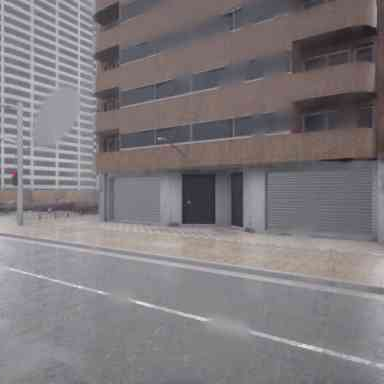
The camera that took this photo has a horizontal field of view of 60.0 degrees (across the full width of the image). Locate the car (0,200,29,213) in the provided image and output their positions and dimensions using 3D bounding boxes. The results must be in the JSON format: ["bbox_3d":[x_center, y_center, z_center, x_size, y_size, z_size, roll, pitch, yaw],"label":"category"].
[{"bbox_3d":[-19.507,1.547,37.395,2.033,1.411,5.357,0,0,35],"label":"car"}]

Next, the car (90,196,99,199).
[{"bbox_3d":[-13.813,1.564,45.595,1.994,1.385,4.181,0,0,35],"label":"car"}]

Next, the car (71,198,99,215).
[{"bbox_3d":[-9.296,1.601,33.347,1.895,1.301,4.718,0,0,35],"label":"car"}]

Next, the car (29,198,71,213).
[{"bbox_3d":[-15.137,1.477,37.555,1.882,1.535,5.008,0,0,35],"label":"car"}]
